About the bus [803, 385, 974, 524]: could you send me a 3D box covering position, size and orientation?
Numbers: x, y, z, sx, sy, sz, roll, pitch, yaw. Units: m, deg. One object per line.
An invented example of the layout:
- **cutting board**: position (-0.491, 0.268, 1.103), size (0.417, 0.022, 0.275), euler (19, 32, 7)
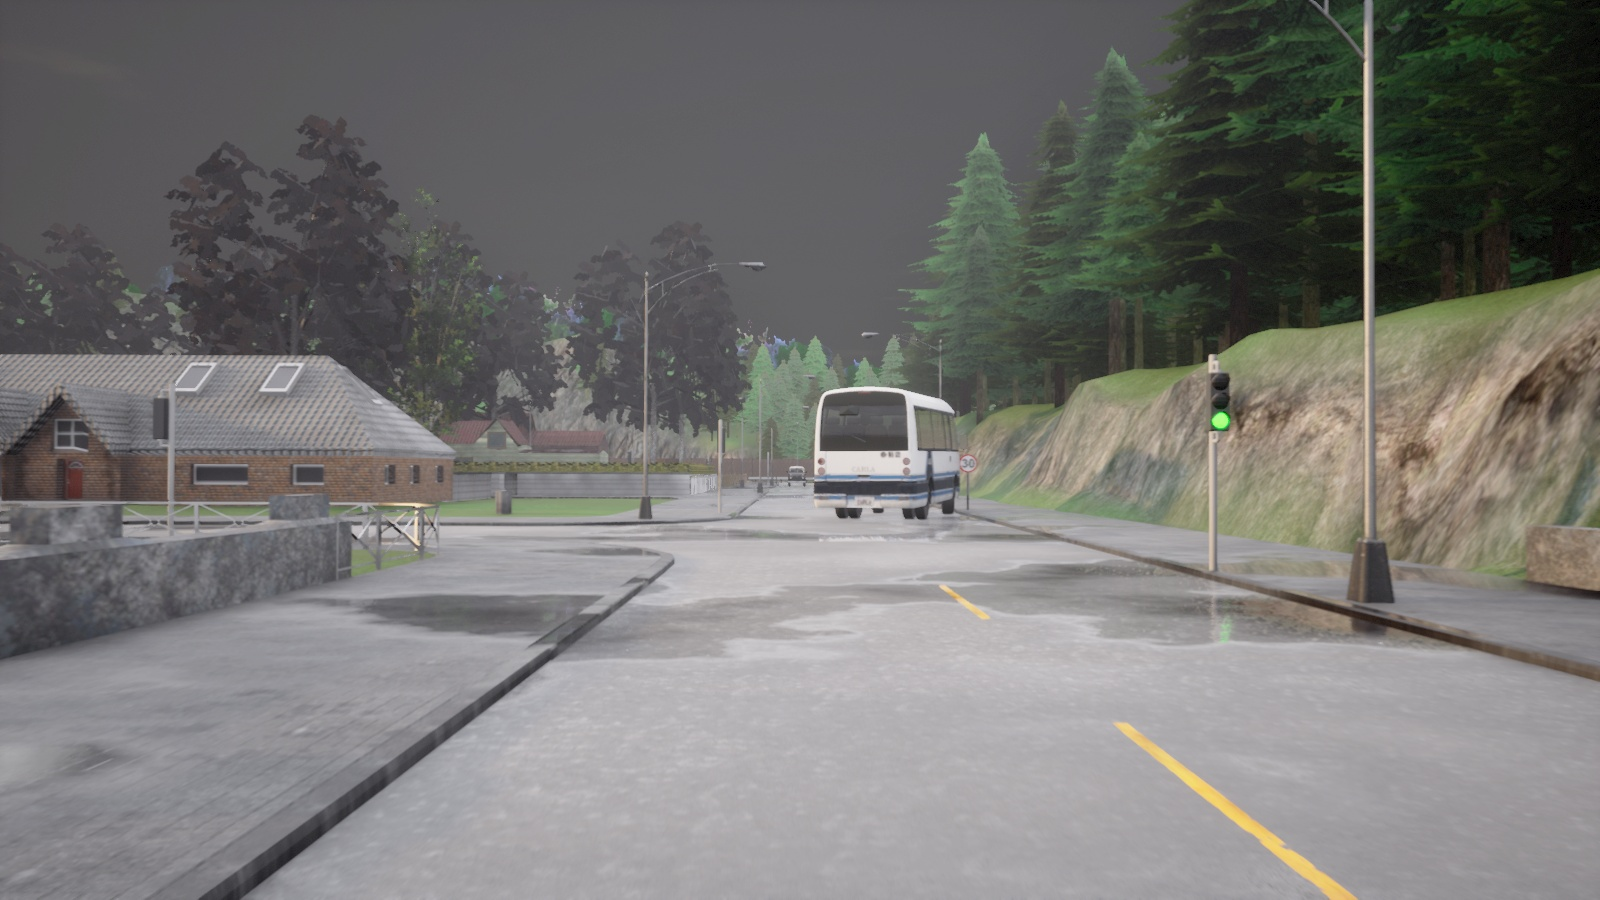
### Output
- **bus**: position (3.392, 0.174, 43.840), size (3.944, 4.253, 10.273), euler (-1, 0, 15)
